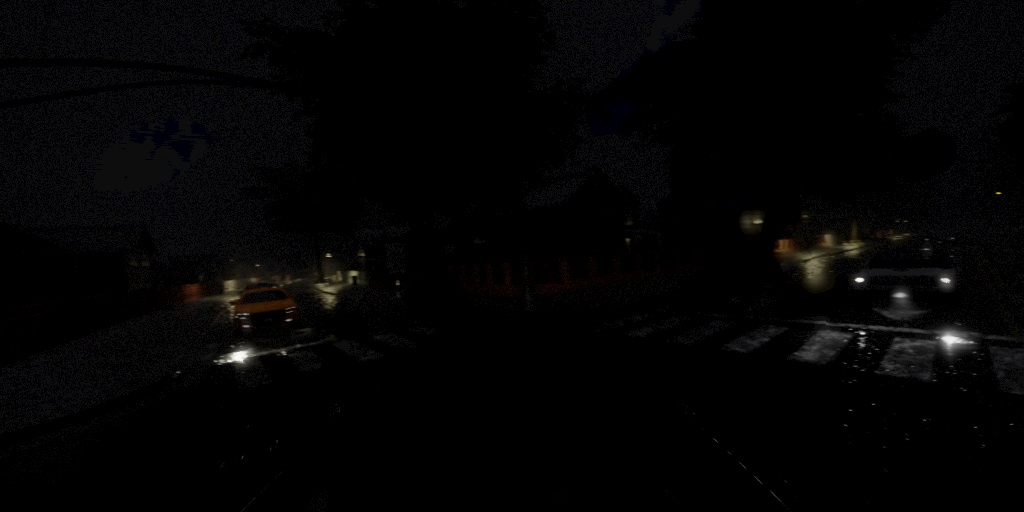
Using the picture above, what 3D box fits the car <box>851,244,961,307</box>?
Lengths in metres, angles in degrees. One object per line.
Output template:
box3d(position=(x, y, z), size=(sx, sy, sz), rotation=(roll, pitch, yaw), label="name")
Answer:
box3d(position=(11.184, 0.542, 10.139), size=(4.718, 1.301, 1.895), rotation=(-4, 0, -39), label="car")

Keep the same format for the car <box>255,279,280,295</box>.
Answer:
box3d(position=(-28.331, 3.531, 41.709), size=(2.033, 1.411, 5.357), rotation=(-5, 0, -31), label="car")

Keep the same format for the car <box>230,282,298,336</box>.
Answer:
box3d(position=(-9.798, 2.016, 14.198), size=(1.882, 1.535, 5.008), rotation=(-5, 0, -37), label="car")

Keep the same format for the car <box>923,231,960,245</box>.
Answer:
box3d(position=(37.729, -1.485, 31.541), size=(4.674, 1.442, 1.812), rotation=(-4, 0, -39), label="car")

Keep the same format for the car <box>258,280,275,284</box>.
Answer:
box3d(position=(-16.584, 2.544, 23.596), size=(1.882, 1.535, 5.008), rotation=(-5, 0, -35), label="car")
